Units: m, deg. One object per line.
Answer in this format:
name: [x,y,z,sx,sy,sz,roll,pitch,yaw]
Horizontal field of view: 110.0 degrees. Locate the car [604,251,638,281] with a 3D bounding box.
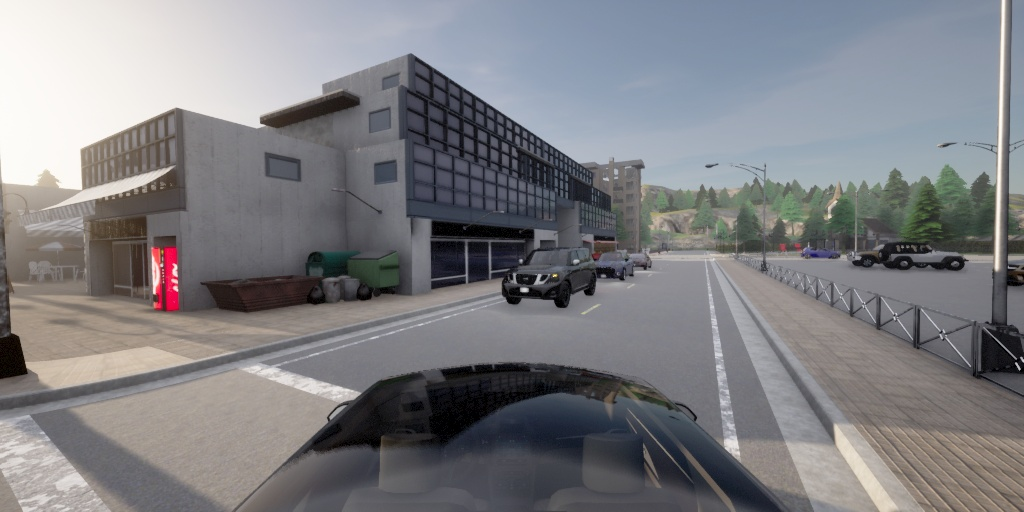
car: [6.335,0.521,22.681,2.097,1.767,4.553,0,2,28]

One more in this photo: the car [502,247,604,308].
car: [1.698,0.670,14.006,2.150,2.045,5.566,0,2,28]

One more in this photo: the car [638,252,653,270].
car: [11.163,0.406,31.702,1.812,1.442,4.674,0,2,28]
